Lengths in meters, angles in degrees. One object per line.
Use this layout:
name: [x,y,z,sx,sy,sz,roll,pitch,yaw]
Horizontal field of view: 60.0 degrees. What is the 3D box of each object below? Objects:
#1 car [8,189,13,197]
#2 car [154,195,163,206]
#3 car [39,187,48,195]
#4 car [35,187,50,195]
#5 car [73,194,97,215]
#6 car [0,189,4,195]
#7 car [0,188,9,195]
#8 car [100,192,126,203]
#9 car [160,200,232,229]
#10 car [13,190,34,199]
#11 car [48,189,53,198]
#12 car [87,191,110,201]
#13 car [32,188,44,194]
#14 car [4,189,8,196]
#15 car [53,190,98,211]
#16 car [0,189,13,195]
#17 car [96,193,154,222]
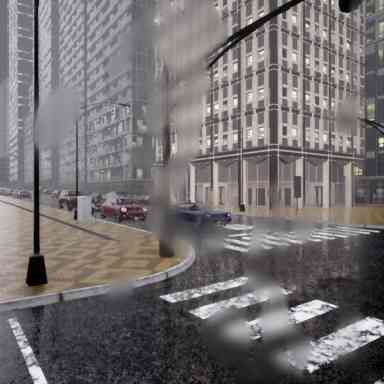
car: [-30.529,0.321,58.515,2.008,1.369,4.403,1,0,-36]
car: [-4.295,0.982,36.237,1.802,1.307,4.206,1,0,-36]
car: [-33.488,-0.020,77.058,1.887,1.381,4.507,1,0,-36]
car: [-36.726,-0.357,81.593,2.192,1.841,5.009,1,0,-36]
car: [-7.833,1.103,26.778,1.802,1.307,4.206,1,0,-36]
car: [-37.015,0.107,67.583,2.008,1.369,4.403,1,0,-36]
car: [-43.500,-0.113,76.651,1.887,1.381,4.507,1,0,-36]
car: [-10.880,0.707,45.447,1.752,1.417,4.829,1,0,-36]
car: [0.247,1.316,19.884,1.895,1.301,4.718,0,1,-35]
car: [-27.287,0.422,53.981,1.887,1.381,4.507,1,0,-36]
car: [-23.107,0.329,58.067,1.882,1.535,5.008,0,1,-36]
car: [-14.026,0.643,49.845,1.947,1.339,4.313,1,0,-36]
car: [-39.976,-0.213,86.130,1.947,1.339,4.313,1,0,-36]
car: [-33.772,0.208,63.049,1.887,1.381,4.507,1,0,-36]
car: [-11.068,0.729,31.311,2.192,1.841,5.009,1,0,-36]
car: [-40.258,0.015,72.117,1.947,1.339,4.313,1,0,-36]
car: [-4.586,1.068,22.243,1.967,1.590,4.097,1,0,-36]
